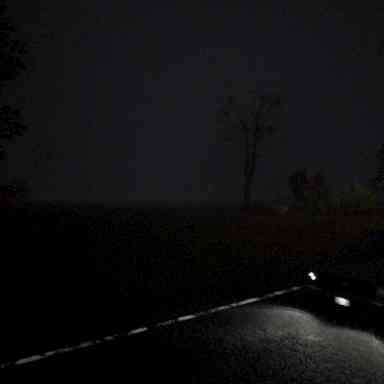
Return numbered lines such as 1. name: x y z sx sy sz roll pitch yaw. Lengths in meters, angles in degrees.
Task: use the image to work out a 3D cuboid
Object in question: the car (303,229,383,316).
1. car: 4.827 1.548 7.433 5.357 1.411 2.033 0 0 -35
